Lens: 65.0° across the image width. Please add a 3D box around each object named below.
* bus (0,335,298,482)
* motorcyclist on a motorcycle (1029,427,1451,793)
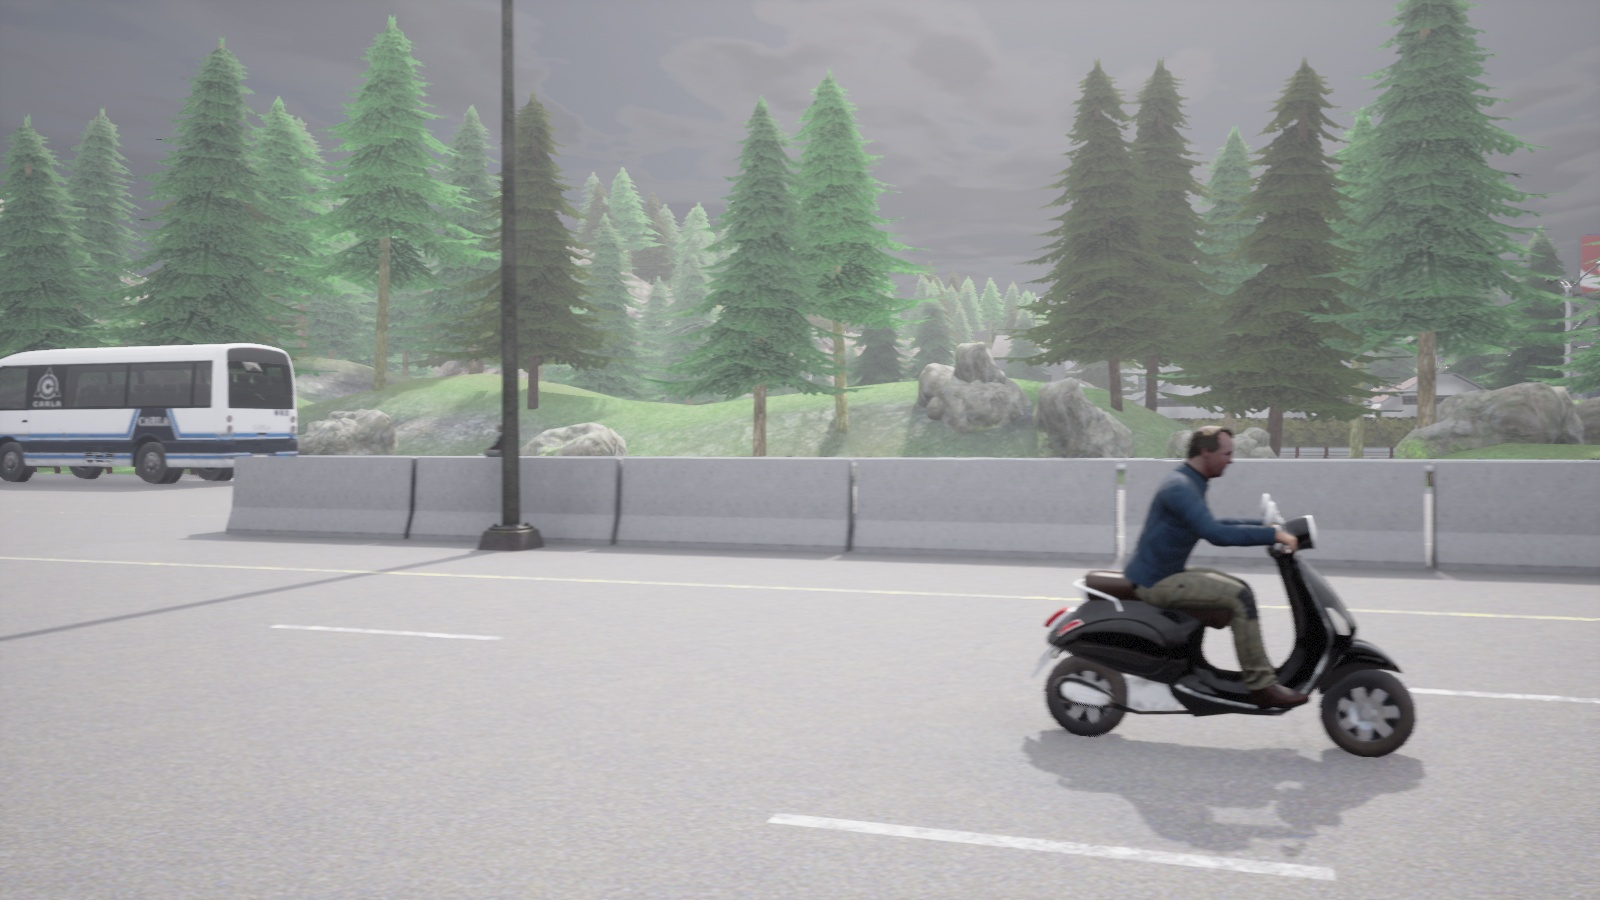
[{"bbox_3d":[-21.570,-1.271,39.970,10.273,4.253,3.944,1,1,19],"label":"bus"},{"bbox_3d":[2.108,0.689,6.176,1.817,1.590,0.866,1,1,19],"label":"motorcyclist on a motorcycle"}]
